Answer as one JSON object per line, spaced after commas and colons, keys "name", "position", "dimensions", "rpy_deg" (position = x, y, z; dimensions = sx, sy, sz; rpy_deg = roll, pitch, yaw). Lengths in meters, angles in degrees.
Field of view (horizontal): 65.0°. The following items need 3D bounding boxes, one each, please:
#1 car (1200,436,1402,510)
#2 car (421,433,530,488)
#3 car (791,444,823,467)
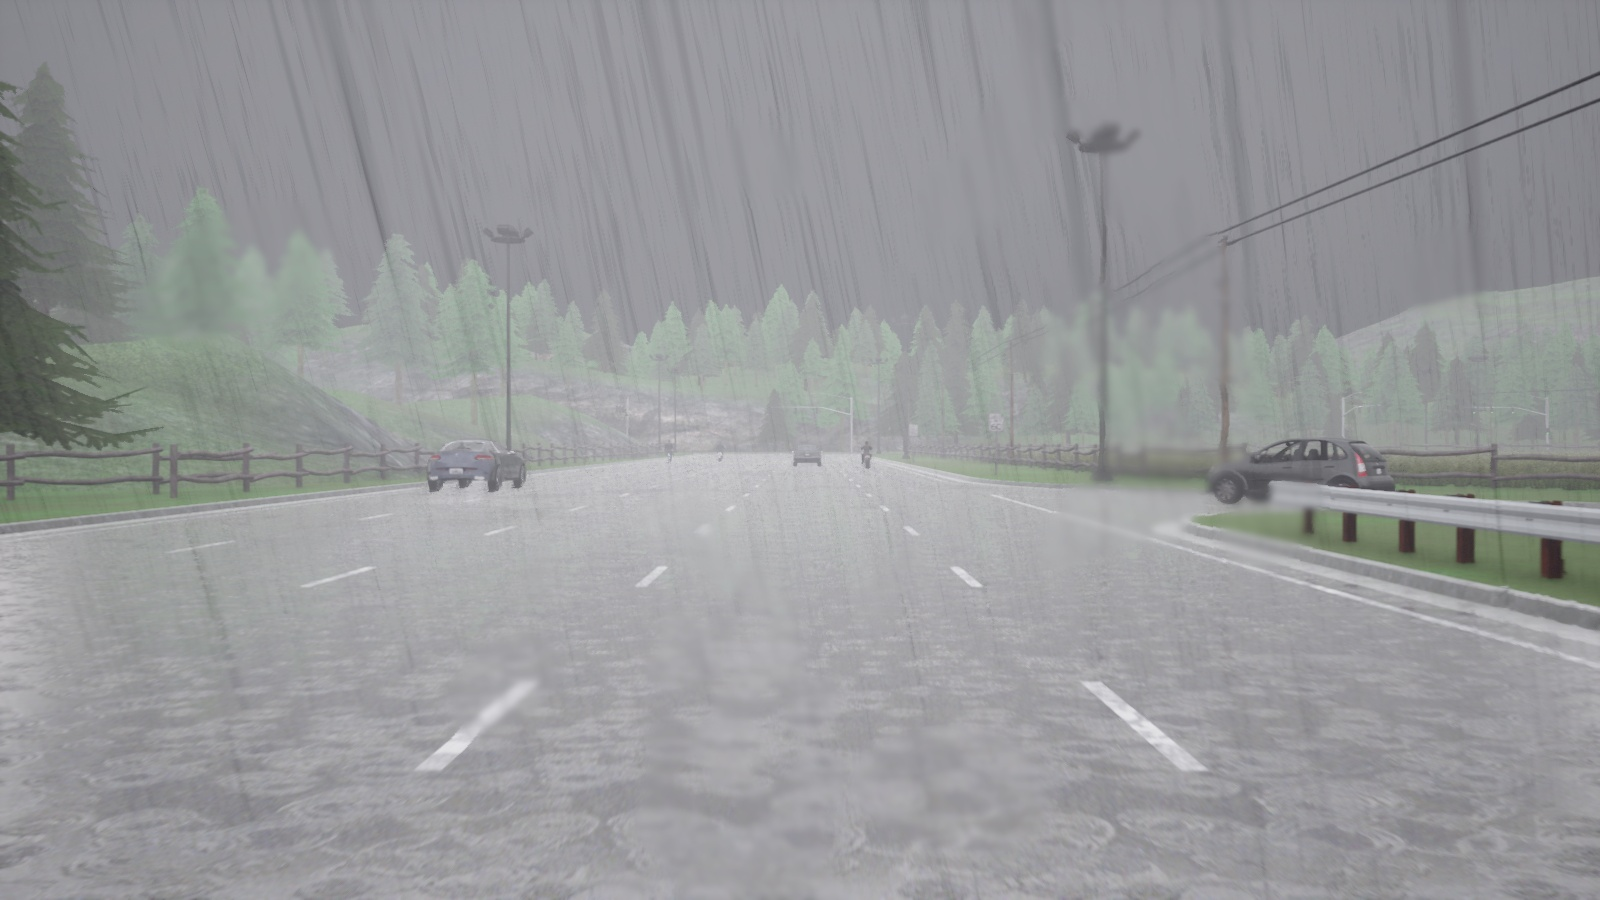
{"name": "car", "position": [11.702, 0.488, 29.496], "dimensions": [1.851, 1.617, 3.988], "rpy_deg": [0, 0, -44]}
{"name": "car", "position": [-10.258, 0.290, 40.151], "dimensions": [2.152, 1.651, 5.027], "rpy_deg": [0, 0, 0]}
{"name": "car", "position": [0.478, 0.331, 82.010], "dimensions": [2.033, 1.411, 5.357], "rpy_deg": [0, 0, 0]}
